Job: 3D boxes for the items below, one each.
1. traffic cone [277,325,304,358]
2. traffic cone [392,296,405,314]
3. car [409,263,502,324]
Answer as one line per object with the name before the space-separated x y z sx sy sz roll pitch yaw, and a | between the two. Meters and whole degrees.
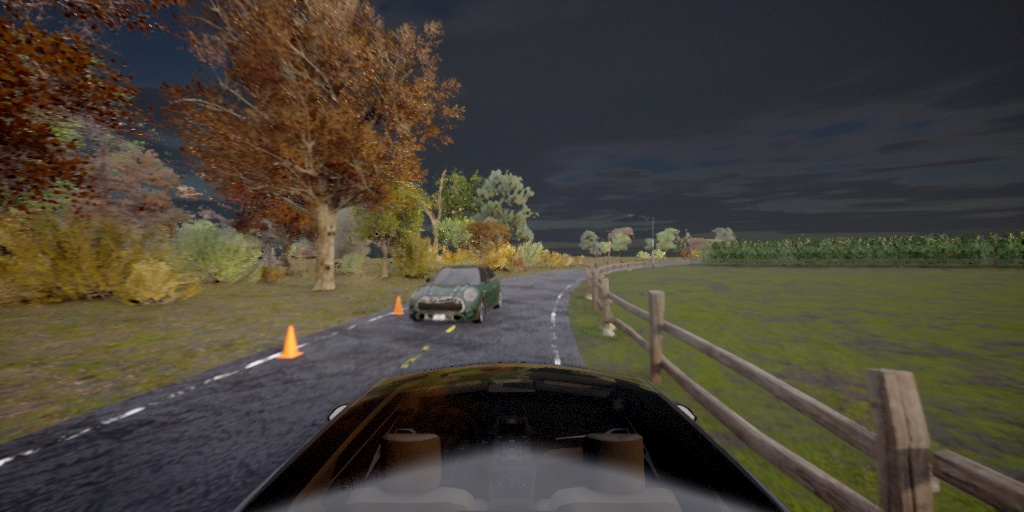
traffic cone | -4.369 1.669 7.080 0.340 0.580 0.340 0 0 4
traffic cone | -3.863 1.663 12.199 0.340 0.580 0.340 0 0 7
car | -1.671 1.075 11.994 2.097 1.767 4.553 0 0 8
